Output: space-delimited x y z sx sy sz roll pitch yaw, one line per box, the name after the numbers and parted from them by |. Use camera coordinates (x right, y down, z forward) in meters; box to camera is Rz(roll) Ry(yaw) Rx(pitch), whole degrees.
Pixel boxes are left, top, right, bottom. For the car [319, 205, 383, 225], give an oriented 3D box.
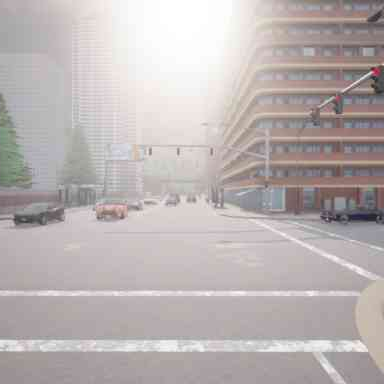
11.393 1.545 23.237 4.718 1.301 1.895 0 0 -13 | car

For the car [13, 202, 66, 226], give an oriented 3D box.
-10.633 1.470 23.526 1.882 1.535 5.008 0 0 0 | car

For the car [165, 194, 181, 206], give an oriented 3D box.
-3.472 1.547 56.350 2.033 1.411 5.357 0 0 0 | car

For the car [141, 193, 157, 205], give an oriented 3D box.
-7.157 1.477 57.127 1.882 1.535 5.008 0 0 0 | car

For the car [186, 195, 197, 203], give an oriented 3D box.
-0.089 1.350 69.723 2.097 1.767 4.553 0 0 0 | car

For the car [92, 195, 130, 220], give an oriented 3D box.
-6.600 1.338 27.621 2.097 1.767 4.553 0 0 -6 | car

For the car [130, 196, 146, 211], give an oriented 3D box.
-7.137 1.526 40.366 1.812 1.442 4.674 0 0 -1 | car

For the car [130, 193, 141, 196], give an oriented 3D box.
-10.654 1.351 56.917 2.097 1.767 4.553 0 0 0 | car

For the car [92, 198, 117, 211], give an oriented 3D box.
-10.651 1.525 40.736 1.812 1.442 4.674 0 0 0 | car
